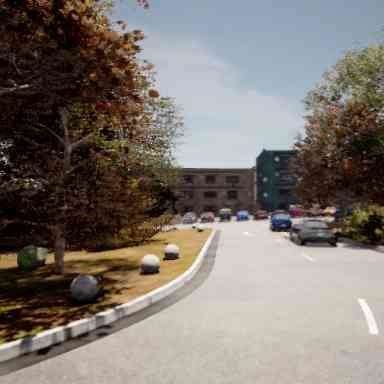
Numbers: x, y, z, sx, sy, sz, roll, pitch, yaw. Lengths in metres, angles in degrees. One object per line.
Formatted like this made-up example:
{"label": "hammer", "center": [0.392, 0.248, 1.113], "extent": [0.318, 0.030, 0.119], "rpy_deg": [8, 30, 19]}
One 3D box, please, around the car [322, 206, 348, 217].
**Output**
{"label": "car", "center": [22.053, 2.957, 51.569], "extent": [1.946, 1.575, 5.366], "rpy_deg": [-3, -2, 5]}

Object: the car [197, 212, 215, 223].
{"label": "car", "center": [2.533, 3.959, 53.315], "extent": [2.185, 1.767, 4.553], "rpy_deg": [-3, -2, 5]}

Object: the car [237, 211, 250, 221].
{"label": "car", "center": [8.121, 3.766, 52.893], "extent": [2.097, 1.535, 5.008], "rpy_deg": [-3, -2, 5]}

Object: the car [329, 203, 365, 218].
{"label": "car", "center": [18.546, 2.374, 38.964], "extent": [2.435, 2.045, 5.566], "rpy_deg": [-3, -2, 5]}

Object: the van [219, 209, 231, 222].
{"label": "van", "center": [5.329, 3.704, 53.240], "extent": [1.878, 1.987, 4.442], "rpy_deg": [-3, -2, 5]}

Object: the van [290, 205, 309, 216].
{"label": "van", "center": [16.487, 3.065, 52.333], "extent": [1.878, 1.987, 4.442], "rpy_deg": [-3, -2, 5]}

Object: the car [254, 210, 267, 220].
{"label": "car", "center": [10.915, 3.636, 52.689], "extent": [2.163, 1.488, 4.792], "rpy_deg": [-3, -2, 5]}

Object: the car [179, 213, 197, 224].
{"label": "car", "center": [-0.251, 4.121, 53.604], "extent": [2.185, 1.767, 4.553], "rpy_deg": [-3, -2, 5]}

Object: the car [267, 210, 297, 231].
{"label": "car", "center": [8.661, 2.906, 32.347], "extent": [1.882, 1.535, 5.008], "rpy_deg": [0, -1, 10]}

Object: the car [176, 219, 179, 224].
{"label": "car", "center": [-3.041, 4.281, 53.830], "extent": [2.185, 1.767, 4.553], "rpy_deg": [-3, -2, 5]}

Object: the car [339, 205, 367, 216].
{"label": "car", "center": [24.856, 2.808, 51.533], "extent": [2.097, 1.535, 5.008], "rpy_deg": [-3, -2, 5]}

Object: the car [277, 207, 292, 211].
{"label": "car", "center": [13.704, 3.477, 52.462], "extent": [2.163, 1.488, 4.792], "rpy_deg": [-3, -2, 5]}

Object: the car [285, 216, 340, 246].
{"label": "car", "center": [7.059, 2.333, 19.657], "extent": [1.994, 1.385, 4.181], "rpy_deg": [0, -3, 7]}

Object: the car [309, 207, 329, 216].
{"label": "car", "center": [19.278, 3.155, 51.950], "extent": [2.163, 1.488, 4.792], "rpy_deg": [-3, -2, 5]}
